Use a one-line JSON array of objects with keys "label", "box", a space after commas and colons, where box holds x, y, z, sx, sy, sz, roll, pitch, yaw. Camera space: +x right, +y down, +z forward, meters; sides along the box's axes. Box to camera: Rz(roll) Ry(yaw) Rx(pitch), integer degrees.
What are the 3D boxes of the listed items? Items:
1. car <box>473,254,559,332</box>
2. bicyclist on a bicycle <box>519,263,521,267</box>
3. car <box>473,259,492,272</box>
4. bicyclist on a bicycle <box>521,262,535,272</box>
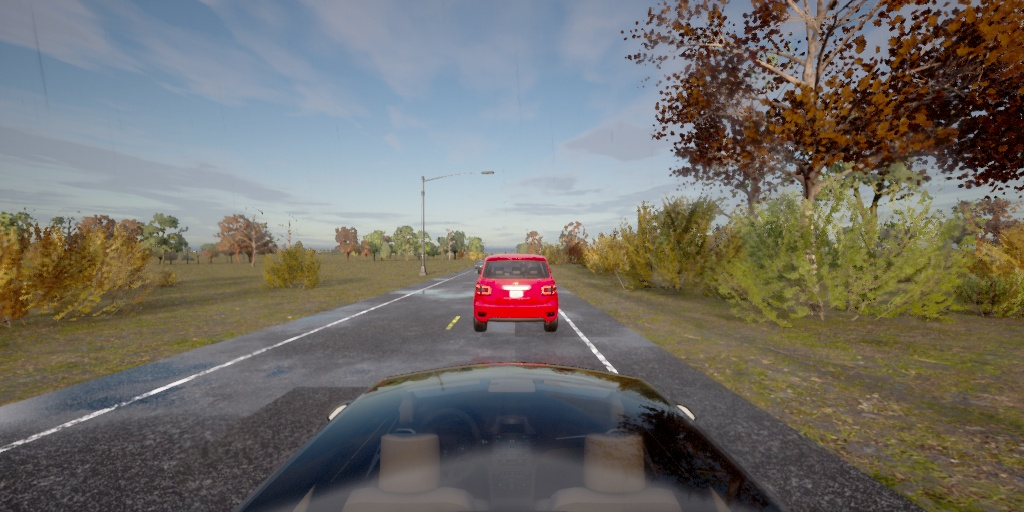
[{"label": "car", "box": [0.090, 0.967, 10.973, 2.150, 2.045, 5.566, 0, 0, 0]}, {"label": "bicyclist on a bicycle", "box": [0.898, 1.107, 28.692, 0.659, 1.776, 1.843, 0, 0, 0]}, {"label": "car", "box": [-3.791, 1.222, 46.639, 2.128, 1.511, 4.902, 0, 0, 0]}, {"label": "bicyclist on a bicycle", "box": [0.940, 1.112, 18.679, 0.659, 1.776, 1.843, 0, 0, 0]}]
